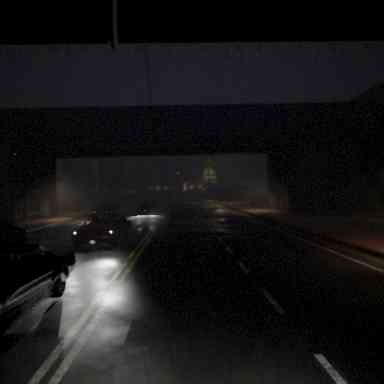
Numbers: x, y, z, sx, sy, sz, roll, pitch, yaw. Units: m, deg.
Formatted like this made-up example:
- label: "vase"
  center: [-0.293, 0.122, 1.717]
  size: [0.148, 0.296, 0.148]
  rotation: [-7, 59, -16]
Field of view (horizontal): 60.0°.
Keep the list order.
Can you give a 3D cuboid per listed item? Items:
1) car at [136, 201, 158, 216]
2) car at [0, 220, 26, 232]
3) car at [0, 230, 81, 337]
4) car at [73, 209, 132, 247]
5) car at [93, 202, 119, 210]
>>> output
- label: "car"
  center: [-4.681, 1.674, 35.030]
  size: [1.994, 1.385, 4.181]
  rotation: [-2, 0, -1]
- label: "car"
  center: [-7.411, 1.729, 11.532]
  size: [1.812, 1.442, 4.674]
  rotation: [-2, 0, -2]
- label: "car"
  center: [-3.725, 1.703, 5.973]
  size: [1.895, 1.301, 4.718]
  rotation: [-2, 0, -2]
- label: "car"
  center: [-4.059, 1.706, 15.531]
  size: [1.895, 1.301, 4.718]
  rotation: [-2, 0, -2]
- label: "car"
  center: [-8.083, 1.716, 31.421]
  size: [1.837, 1.490, 4.892]
  rotation: [-2, -1, -2]
